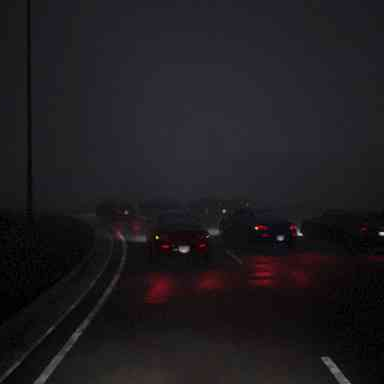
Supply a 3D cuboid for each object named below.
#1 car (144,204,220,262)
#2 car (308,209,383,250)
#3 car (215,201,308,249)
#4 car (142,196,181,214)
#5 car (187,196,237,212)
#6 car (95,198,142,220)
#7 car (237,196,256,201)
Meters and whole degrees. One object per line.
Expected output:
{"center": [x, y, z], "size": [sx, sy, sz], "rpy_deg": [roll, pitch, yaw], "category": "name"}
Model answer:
{"center": [-0.576, 1.352, 11.333], "size": [1.812, 1.442, 4.674], "rpy_deg": [0, 1, -9], "category": "car"}
{"center": [6.124, 1.361, 13.310], "size": [1.994, 1.385, 4.181], "rpy_deg": [0, 1, -10], "category": "car"}
{"center": [2.534, 1.319, 13.482], "size": [1.812, 1.442, 4.674], "rpy_deg": [0, 1, -11], "category": "car"}
{"center": [-2.670, 1.082, 26.066], "size": [1.882, 1.535, 5.008], "rpy_deg": [0, 1, -32], "category": "car"}
{"center": [1.153, 1.104, 26.503], "size": [1.837, 1.490, 4.892], "rpy_deg": [0, 1, -30], "category": "car"}
{"center": [-5.596, 1.158, 24.183], "size": [1.812, 1.442, 4.674], "rpy_deg": [0, 1, -32], "category": "car"}
{"center": [4.025, 1.093, 28.495], "size": [1.812, 1.442, 4.674], "rpy_deg": [0, 1, -30], "category": "car"}
